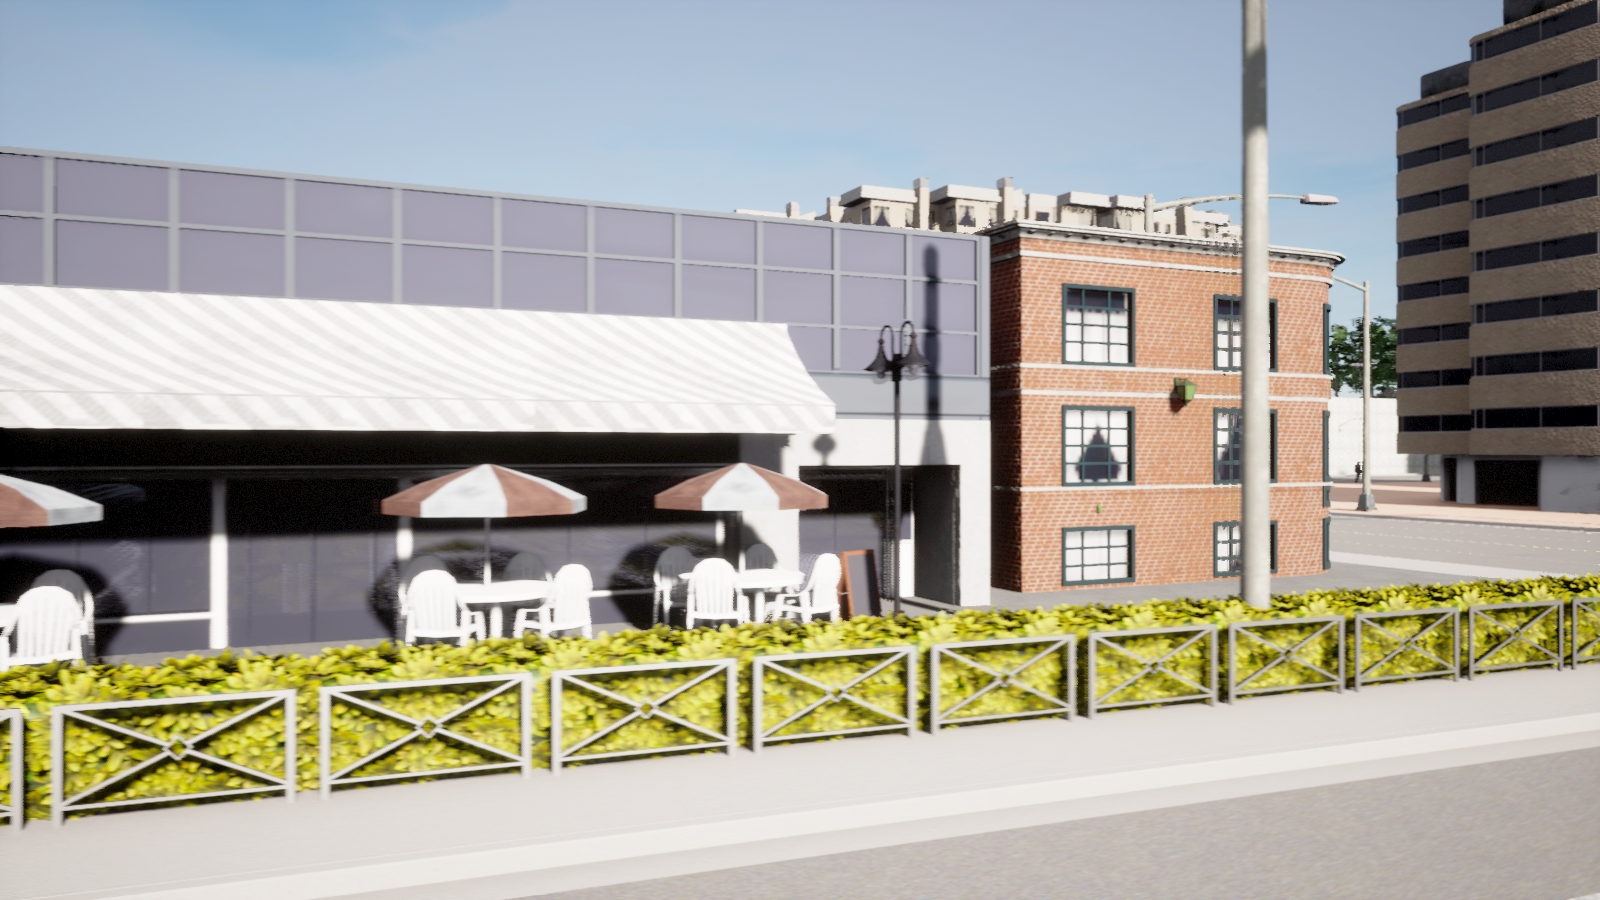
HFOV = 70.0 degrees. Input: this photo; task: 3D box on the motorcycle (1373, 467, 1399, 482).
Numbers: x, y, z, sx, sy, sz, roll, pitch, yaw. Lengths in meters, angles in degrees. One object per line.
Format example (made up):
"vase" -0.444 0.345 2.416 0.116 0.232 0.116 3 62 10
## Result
"motorcycle" 53.708 2.238 104.695 2.356 1.277 0.764 0 0 -23
